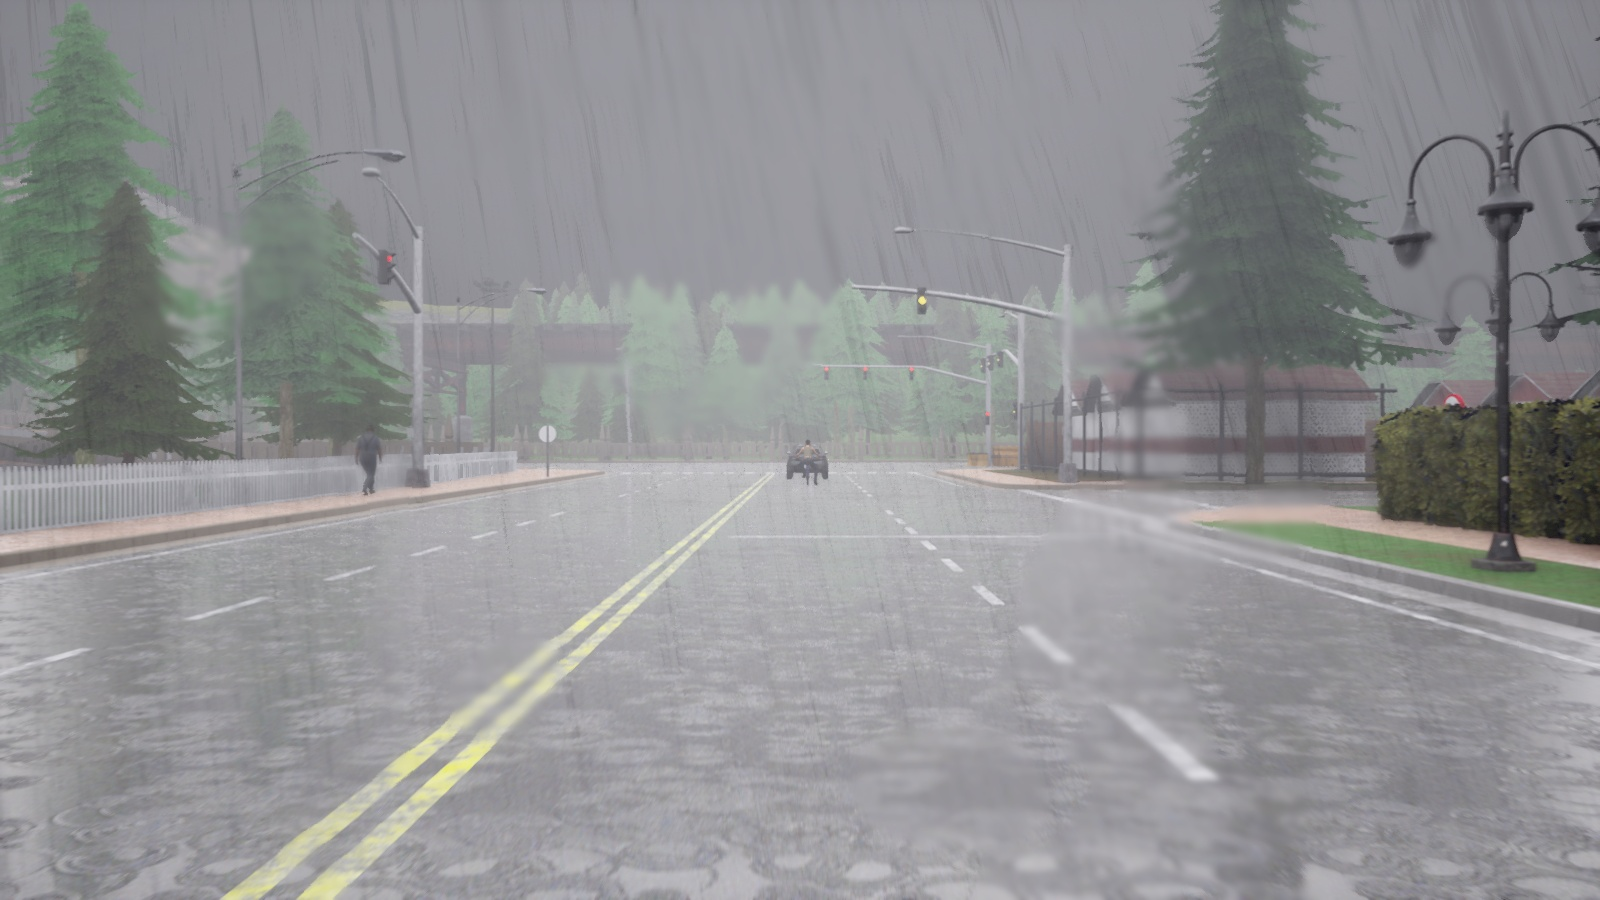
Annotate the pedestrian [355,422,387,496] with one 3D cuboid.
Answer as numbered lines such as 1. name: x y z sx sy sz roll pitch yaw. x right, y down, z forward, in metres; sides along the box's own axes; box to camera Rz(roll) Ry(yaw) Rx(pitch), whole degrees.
1. pedestrian: -10.797 0.218 31.625 0.540 1.848 0.694 0 0 4

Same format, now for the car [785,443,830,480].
1. car: 0.316 0.462 52.989 1.816 1.474 4.193 0 0 0
